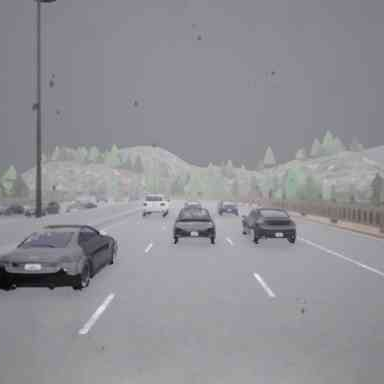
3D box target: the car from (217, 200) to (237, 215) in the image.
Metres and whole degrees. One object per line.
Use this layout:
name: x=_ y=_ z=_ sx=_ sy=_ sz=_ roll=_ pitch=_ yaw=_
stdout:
car: x=3.591 y=1.592 z=34.223 sx=1.812 sy=1.442 sz=4.674 roll=0 pitch=0 yaw=0

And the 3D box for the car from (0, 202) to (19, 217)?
car: x=-17.590 y=1.622 z=31.469 sx=1.994 sy=1.385 sz=4.181 roll=0 pitch=0 yaw=0

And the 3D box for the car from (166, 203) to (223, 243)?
car: x=0.102 y=1.511 z=16.086 sx=2.128 sy=1.511 sz=4.902 roll=0 pitch=0 yaw=0

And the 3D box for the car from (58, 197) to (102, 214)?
car: x=-10.590 y=1.551 z=31.927 sx=2.128 sy=1.511 sz=4.902 roll=0 pitch=0 yaw=0

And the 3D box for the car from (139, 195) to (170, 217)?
car: x=-3.397 y=1.281 z=32.164 sx=2.150 sy=2.045 sz=5.566 roll=0 pitch=0 yaw=0

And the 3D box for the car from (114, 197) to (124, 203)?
car: x=-16.065 y=1.755 z=72.877 sx=1.994 sy=1.385 sz=4.181 roll=0 pitch=0 yaw=-12

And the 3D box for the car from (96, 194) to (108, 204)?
car: x=-19.459 y=1.440 z=72.021 sx=2.150 sy=2.045 sz=5.566 roll=0 pitch=0 yaw=-12

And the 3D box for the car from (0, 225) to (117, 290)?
car: x=-3.398 y=1.574 z=9.117 sx=1.994 sy=1.385 sz=4.181 roll=0 pitch=0 yaw=0

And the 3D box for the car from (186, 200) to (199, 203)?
car: x=0.091 y=1.591 z=34.087 sx=1.812 sy=1.442 sz=4.674 roll=0 pitch=0 yaw=0

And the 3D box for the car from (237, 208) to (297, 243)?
car: x=3.602 y=1.525 z=16.171 sx=1.837 sy=1.490 sz=4.892 roll=0 pitch=0 yaw=0

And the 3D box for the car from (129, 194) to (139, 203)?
car: x=-12.389 y=1.415 z=72.317 sx=2.150 sy=2.045 sz=5.566 roll=0 pitch=0 yaw=-10

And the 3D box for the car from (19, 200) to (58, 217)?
car: x=-14.090 y=1.564 z=31.693 sx=1.837 sy=1.490 sz=4.892 roll=0 pitch=0 yaw=0
